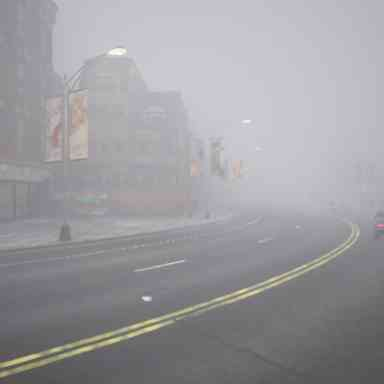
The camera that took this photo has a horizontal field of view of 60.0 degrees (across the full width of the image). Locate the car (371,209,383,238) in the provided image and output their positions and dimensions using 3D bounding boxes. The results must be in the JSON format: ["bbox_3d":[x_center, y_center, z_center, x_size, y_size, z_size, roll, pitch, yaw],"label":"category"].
[{"bbox_3d":[10.503,1.610,17.405,2.033,1.411,5.357,0,0,28],"label":"car"}]

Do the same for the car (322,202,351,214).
[{"bbox_3d":[16.333,1.740,37.917,1.895,1.301,4.718,0,0,5],"label":"car"}]
